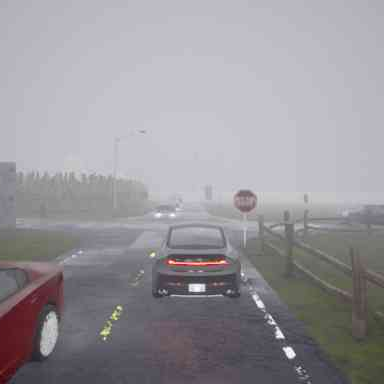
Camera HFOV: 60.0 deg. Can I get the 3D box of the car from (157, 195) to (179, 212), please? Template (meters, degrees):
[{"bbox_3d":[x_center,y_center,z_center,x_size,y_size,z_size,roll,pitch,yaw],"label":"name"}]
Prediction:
[{"bbox_3d":[-2.917,1.484,38.769,1.882,1.535,5.008,0,0,0],"label":"car"}]

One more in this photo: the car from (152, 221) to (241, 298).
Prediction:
[{"bbox_3d":[0.087,1.506,8.505,1.837,1.490,4.892,0,0,0],"label":"car"}]

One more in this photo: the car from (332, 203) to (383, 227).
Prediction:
[{"bbox_3d":[12.750,1.622,24.359,4.553,1.767,2.097,1,-1,0],"label":"car"}]

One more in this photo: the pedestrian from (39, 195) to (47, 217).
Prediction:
[{"bbox_3d":[-12.218,1.141,27.267,0.375,1.860,0.375,0,-2,0],"label":"pedestrian"}]

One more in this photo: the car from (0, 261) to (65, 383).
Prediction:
[{"bbox_3d":[-2.856,1.478,3.048,1.882,1.535,5.008,0,0,0],"label":"car"}]

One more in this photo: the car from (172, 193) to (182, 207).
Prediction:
[{"bbox_3d":[-2.928,1.361,49.054,2.097,1.767,4.553,0,0,0],"label":"car"}]
